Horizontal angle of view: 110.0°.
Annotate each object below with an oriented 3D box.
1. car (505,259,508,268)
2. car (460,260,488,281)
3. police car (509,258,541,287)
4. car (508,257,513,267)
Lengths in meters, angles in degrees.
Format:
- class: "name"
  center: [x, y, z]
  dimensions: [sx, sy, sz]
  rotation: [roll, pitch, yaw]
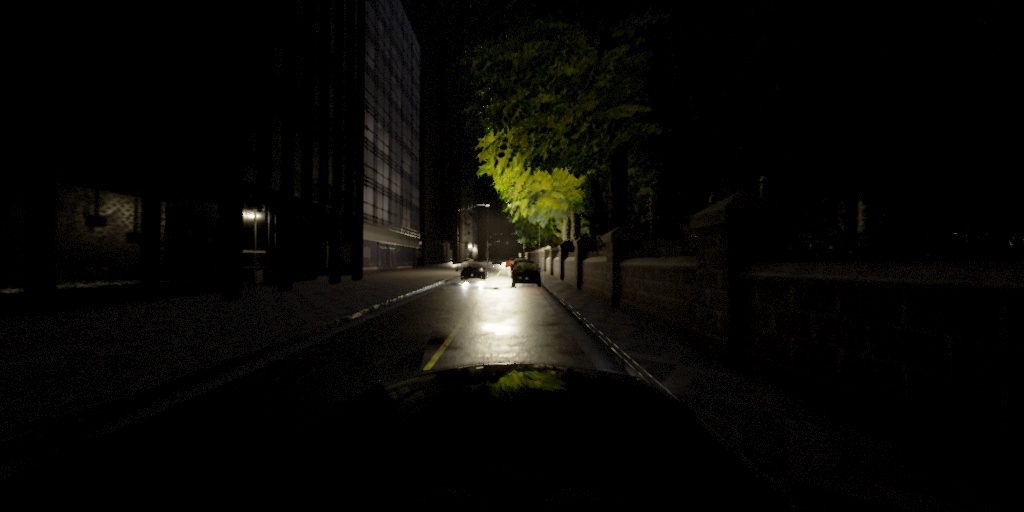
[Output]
- class: "car"
  center: [0.014, 1.050, 58.402]
  dimensions: [2.097, 1.767, 4.553]
  rotation: [0, 0, 0]
- class: "car"
  center: [-3.087, 1.287, 29.698]
  dimensions: [1.994, 1.385, 4.181]
  rotation: [0, 0, 0]
- class: "police car"
  center: [0.906, 1.156, 24.476]
  dimensions: [1.930, 1.638, 5.238]
  rotation: [0, 0, 0]
- class: "car"
  center: [0.907, 1.069, 34.338]
  dimensions: [2.097, 1.767, 4.553]
  rotation: [0, 0, 0]
